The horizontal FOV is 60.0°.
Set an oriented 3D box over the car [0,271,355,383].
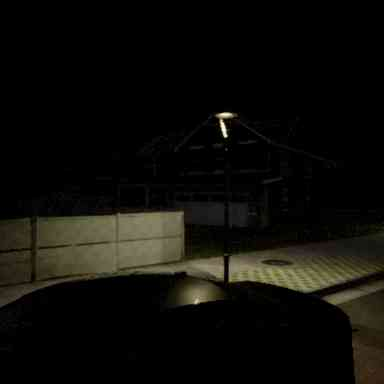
[{"bbox_3d":[-0.772,1.481,2.520,5.008,1.535,1.882,0,0,-35],"label":"car"}]
